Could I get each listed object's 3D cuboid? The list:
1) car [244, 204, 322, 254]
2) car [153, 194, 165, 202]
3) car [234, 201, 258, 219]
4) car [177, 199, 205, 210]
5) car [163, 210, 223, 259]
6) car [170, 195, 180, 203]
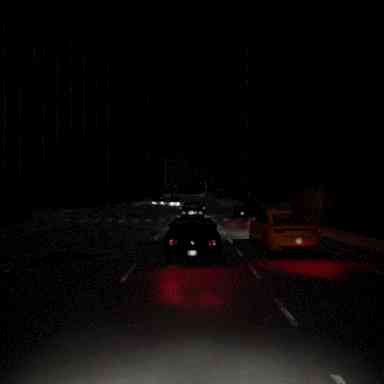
[{"bbox_3d":[3.546,1.463,13.429,1.882,1.535,5.008,0,0,1],"label":"car"},{"bbox_3d":[-6.995,1.279,70.414,2.097,1.767,4.553,0,0,0],"label":"car"},{"bbox_3d":[4.864,1.469,28.613,1.812,1.442,4.674,0,1,22],"label":"car"},{"bbox_3d":[0.023,1.519,25.978,2.033,1.411,5.357,0,0,0],"label":"car"},{"bbox_3d":[0.037,1.587,12.499,1.895,1.301,4.718,0,0,1],"label":"car"},{"bbox_3d":[-3.496,1.447,68.641,2.128,1.511,4.902,0,0,0],"label":"car"}]
